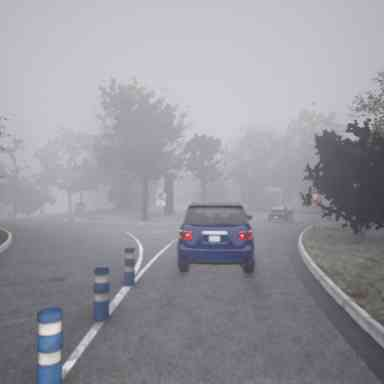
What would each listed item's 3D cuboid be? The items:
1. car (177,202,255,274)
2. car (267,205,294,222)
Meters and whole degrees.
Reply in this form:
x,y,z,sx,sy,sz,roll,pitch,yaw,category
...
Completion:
x,y,z,sx,sy,sz,roll,pitch,yaw,category
0.857,1.339,11.148,2.150,2.045,5.566,0,-1,6,car
8.633,2.076,32.291,1.837,1.490,4.892,0,-1,25,car
